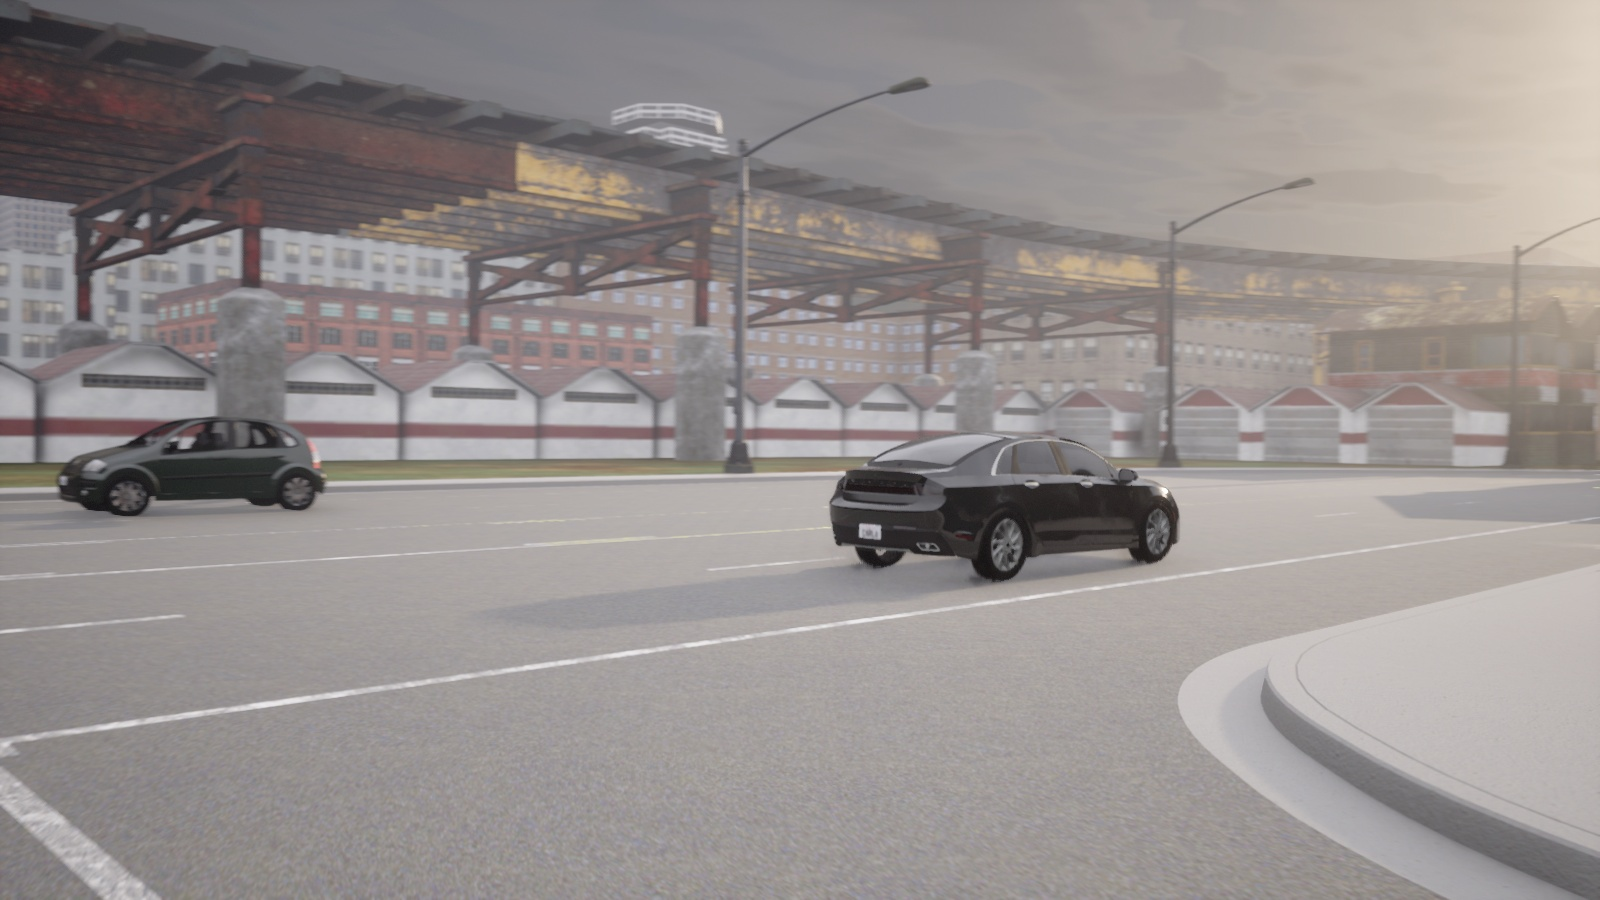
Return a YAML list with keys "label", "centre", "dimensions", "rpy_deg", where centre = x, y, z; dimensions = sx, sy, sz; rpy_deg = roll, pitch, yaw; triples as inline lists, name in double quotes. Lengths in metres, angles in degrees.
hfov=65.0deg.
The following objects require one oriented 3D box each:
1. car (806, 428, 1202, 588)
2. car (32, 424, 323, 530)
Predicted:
- label: "car"
  centre: [2.469, 0.509, 14.170]
  dimensions: [4.892, 1.490, 1.837]
  rpy_deg: [-1, 1, -44]
- label: "car"
  centre: [-10.388, 0.374, 21.131]
  dimensions: [3.988, 1.617, 1.851]
  rpy_deg: [-1, 1, -44]
